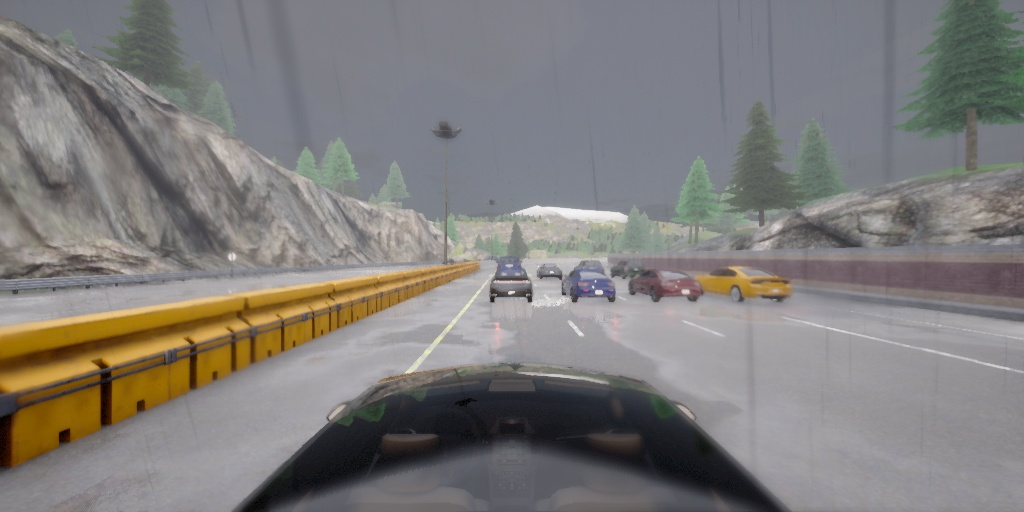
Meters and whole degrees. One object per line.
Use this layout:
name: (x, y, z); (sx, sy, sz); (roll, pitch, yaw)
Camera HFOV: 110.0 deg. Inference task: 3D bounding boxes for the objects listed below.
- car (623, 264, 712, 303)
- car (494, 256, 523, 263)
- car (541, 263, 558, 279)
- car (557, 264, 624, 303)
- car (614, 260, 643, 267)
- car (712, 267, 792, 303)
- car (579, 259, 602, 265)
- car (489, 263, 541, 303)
car: (6.946, 1.280, 16.655); (1.812, 1.442, 4.674); (0, 0, -1)
car: (-0.244, 1.005, 31.595); (2.150, 2.045, 5.566); (0, 0, -1)
car: (3.256, 1.320, 31.609); (1.994, 1.385, 4.181); (0, 0, -1)
car: (3.446, 1.280, 16.610); (1.812, 1.442, 4.674); (0, 0, -1)
car: (10.256, 1.114, 31.668); (2.097, 1.767, 4.553); (0, 0, -1)
car: (10.446, 1.232, 16.699); (1.882, 1.535, 5.008); (0, 0, -1)
car: (6.756, 1.114, 31.624); (2.097, 1.767, 4.553); (0, 0, -1)
car: (-0.054, 1.242, 16.566); (2.128, 1.511, 4.902); (0, 0, -1)
